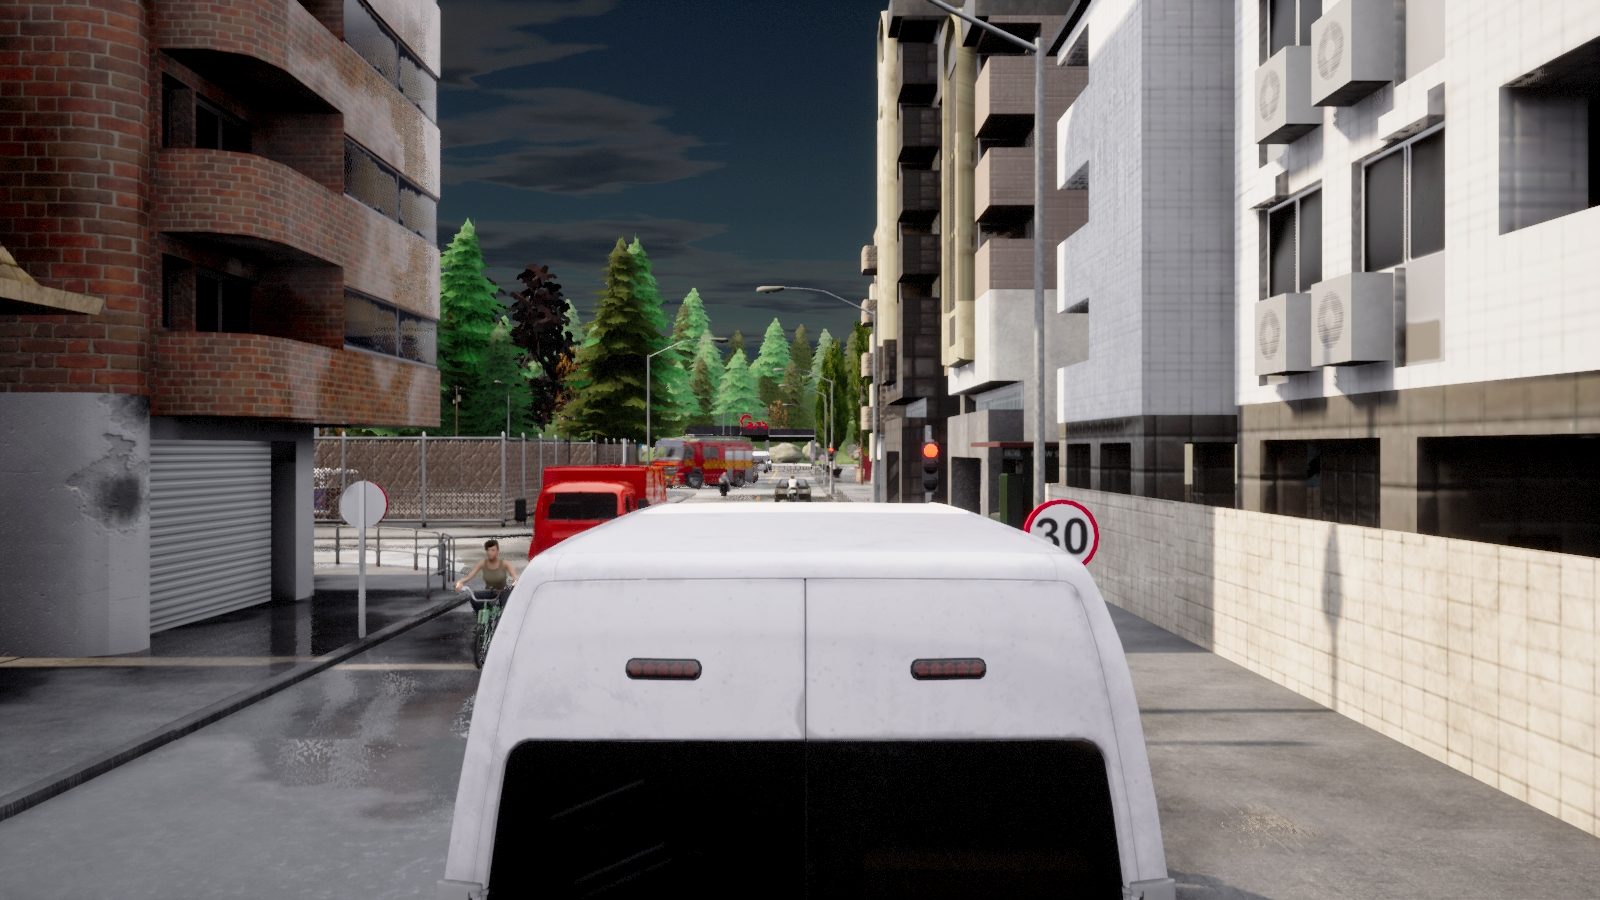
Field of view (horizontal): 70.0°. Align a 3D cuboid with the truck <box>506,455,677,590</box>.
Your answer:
[{"bbox_3d":[-4.113,1.338,23.608,2.627,2.467,5.204,0,0,0],"label":"truck"}]

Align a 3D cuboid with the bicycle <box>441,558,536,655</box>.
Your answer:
[{"bbox_3d":[-4.075,2.030,15.065,0.859,1.080,1.487,0,0,-1],"label":"bicycle"}]

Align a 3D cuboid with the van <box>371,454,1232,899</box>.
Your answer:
[{"bbox_3d":[-0.009,1.312,5.597,1.988,2.561,5.915,0,0,0],"label":"van"}]

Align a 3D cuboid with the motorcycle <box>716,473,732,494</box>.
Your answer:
[{"bbox_3d":[-4.438,1.967,66.876,0.803,1.145,2.033,0,0,0],"label":"motorcycle"}]

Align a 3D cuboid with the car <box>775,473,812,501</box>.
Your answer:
[{"bbox_3d":[-0.339,1.912,60.159,1.895,1.301,4.718,0,0,0],"label":"car"}]
